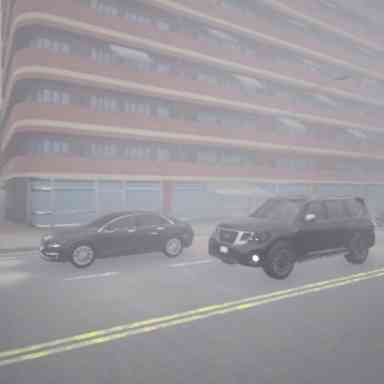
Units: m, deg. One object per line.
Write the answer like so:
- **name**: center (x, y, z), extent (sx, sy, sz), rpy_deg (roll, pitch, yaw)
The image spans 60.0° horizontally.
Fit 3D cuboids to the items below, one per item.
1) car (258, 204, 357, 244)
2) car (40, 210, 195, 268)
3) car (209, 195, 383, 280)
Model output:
- **car**: center (5.469, 1.390, 15.523), extent (4.674, 1.442, 1.812), rpy_deg (0, 1, -32)
- **car**: center (-2.235, 1.366, 10.772), extent (4.892, 1.490, 1.837), rpy_deg (0, 1, -32)
- **car**: center (3.179, 1.131, 10.003), extent (5.566, 2.045, 2.150), rpy_deg (0, 1, -32)
